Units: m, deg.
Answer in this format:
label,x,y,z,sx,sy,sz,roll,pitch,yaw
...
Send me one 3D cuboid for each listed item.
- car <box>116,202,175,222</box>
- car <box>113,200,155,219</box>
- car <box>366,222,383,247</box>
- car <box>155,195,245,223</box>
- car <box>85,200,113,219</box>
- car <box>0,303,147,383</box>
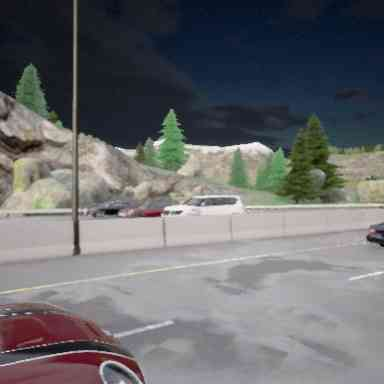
label,x,y,z,sx,sy,sz,roll,pitch,yaw
car,-3.677,1.527,26.331,4.181,1.385,1.994,0,0,-31
car,-2.721,1.322,22.833,4.553,1.767,2.097,0,0,-31
car,9.430,1.568,13.532,5.357,1.411,2.033,0,0,-29
car,0.804,1.206,20.907,5.566,2.045,2.150,0,0,-30
car,-6.650,1.442,28.638,4.902,1.511,2.128,0,0,-31
car,-2.456,1.340,1.880,4.553,1.767,2.097,0,0,-36
